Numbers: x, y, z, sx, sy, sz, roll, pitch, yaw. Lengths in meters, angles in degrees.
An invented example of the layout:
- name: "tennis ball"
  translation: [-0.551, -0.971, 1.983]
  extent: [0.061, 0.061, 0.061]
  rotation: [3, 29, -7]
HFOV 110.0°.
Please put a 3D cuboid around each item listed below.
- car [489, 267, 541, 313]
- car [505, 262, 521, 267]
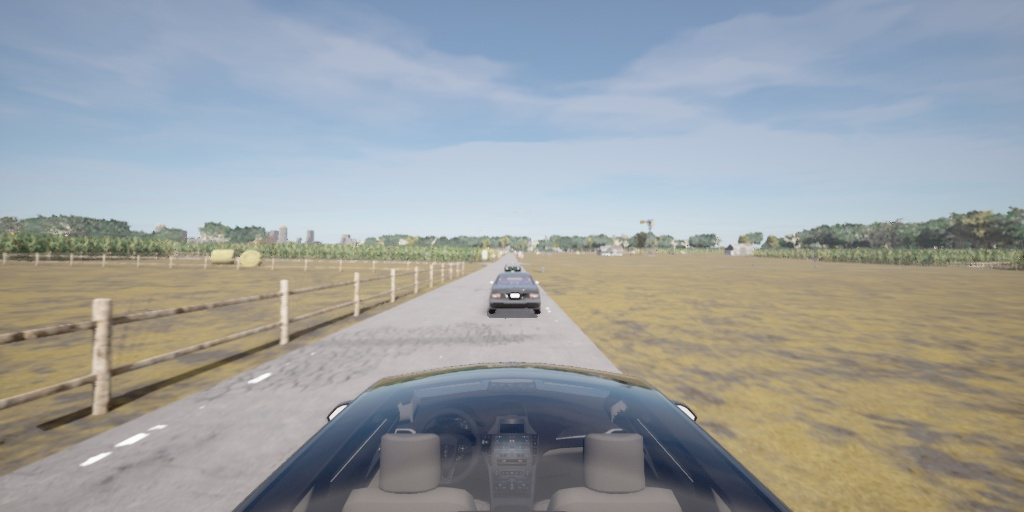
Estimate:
- name: "car"
  translation: [0.097, 1.321, 14.007]
  extent: [2.033, 1.411, 5.357]
  rotation: [0, 0, 0]
- name: "car"
  translation: [0.088, 1.383, 40.695]
  extent: [1.895, 1.301, 4.718]
  rotation: [0, 0, 0]
